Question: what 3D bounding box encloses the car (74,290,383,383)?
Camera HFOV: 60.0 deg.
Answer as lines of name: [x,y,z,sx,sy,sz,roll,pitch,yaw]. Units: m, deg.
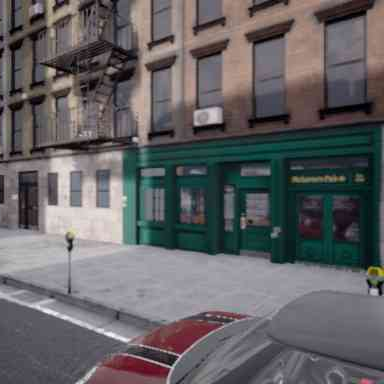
car: [0.931,1.440,2.145,4.097,1.590,1.967,0,0,36]
